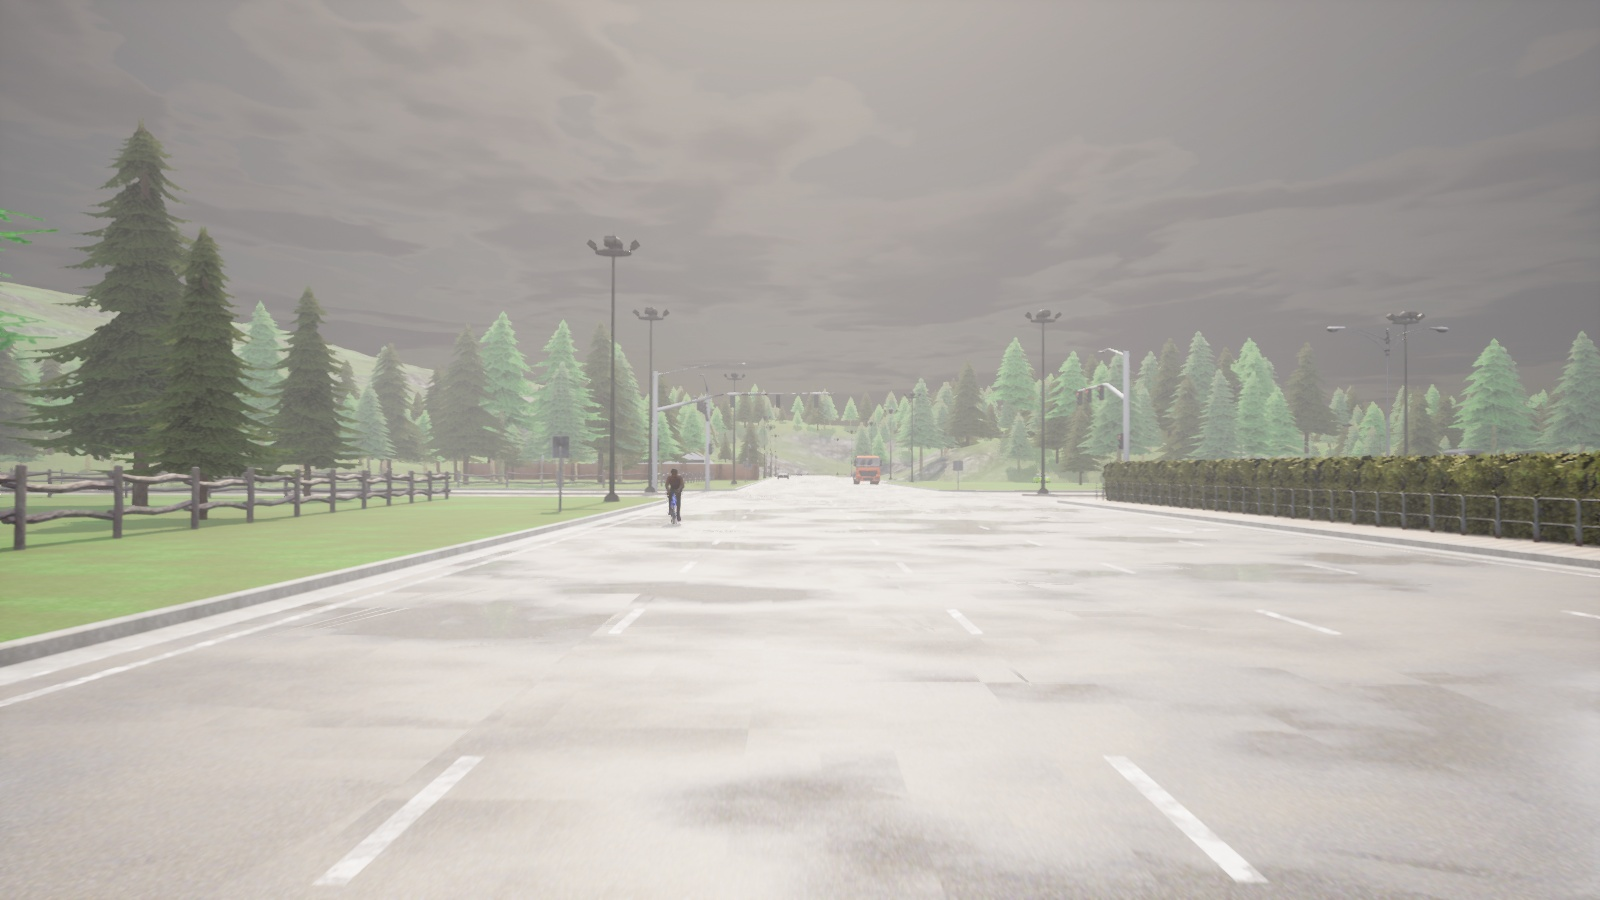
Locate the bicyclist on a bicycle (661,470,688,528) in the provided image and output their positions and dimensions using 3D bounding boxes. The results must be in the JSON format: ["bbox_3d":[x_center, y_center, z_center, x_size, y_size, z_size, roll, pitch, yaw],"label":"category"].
[{"bbox_3d":[-3.584,1.384,35.958,0.582,1.620,1.656,0,-1,0],"label":"bicyclist on a bicycle"}]
